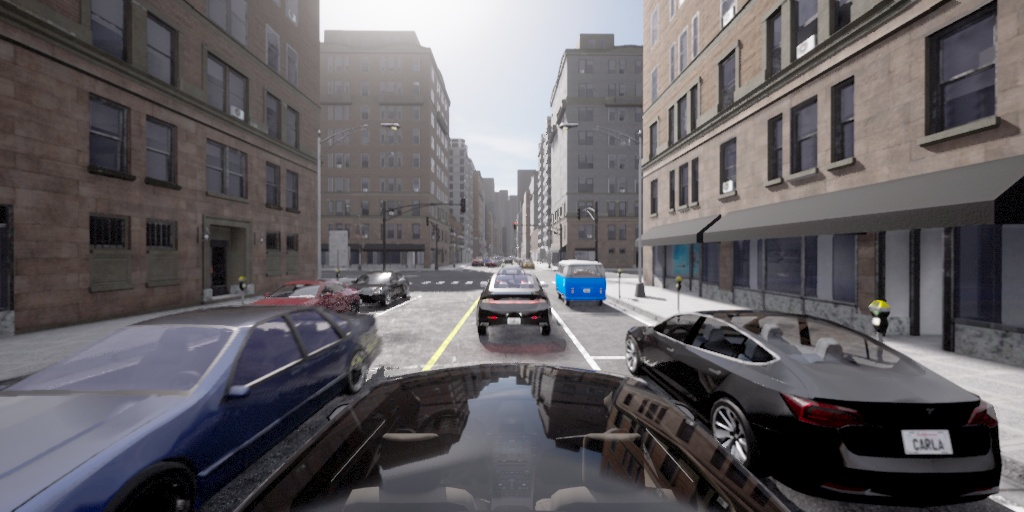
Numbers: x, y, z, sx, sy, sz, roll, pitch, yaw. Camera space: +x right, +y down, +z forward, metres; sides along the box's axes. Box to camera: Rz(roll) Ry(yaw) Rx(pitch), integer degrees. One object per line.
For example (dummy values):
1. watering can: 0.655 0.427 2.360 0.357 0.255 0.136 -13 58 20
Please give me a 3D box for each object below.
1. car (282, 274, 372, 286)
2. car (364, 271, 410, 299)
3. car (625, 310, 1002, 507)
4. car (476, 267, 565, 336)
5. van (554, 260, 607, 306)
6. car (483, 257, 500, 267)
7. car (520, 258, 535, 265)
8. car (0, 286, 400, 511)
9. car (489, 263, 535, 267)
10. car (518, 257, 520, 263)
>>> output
1. car: -5.681 1.328 9.967 1.802 1.307 4.207 0 0 0
2. car: -5.691 1.309 15.418 1.948 1.339 4.313 0 0 0
3. car: 2.853 1.314 4.545 1.948 1.339 4.313 0 0 0
4. car: 0.059 1.238 10.412 2.128 1.511 4.902 0 0 0
5. van: 2.834 1.085 15.442 1.690 1.789 3.998 0 0 0
6. car: -3.464 1.315 60.649 1.895 1.301 4.718 0 0 -1
7. car: 2.560 1.245 54.801 1.751 1.417 4.829 0 0 -1
8. car: -3.103 1.297 3.846 2.033 1.411 5.357 0 0 0
9. car: -0.029 1.289 20.154 2.033 1.411 5.357 0 0 0
10. car: 2.477 1.154 60.156 1.967 1.591 4.097 0 0 -1
